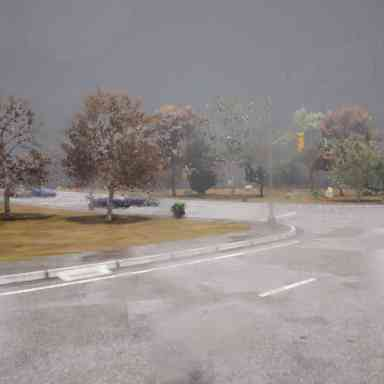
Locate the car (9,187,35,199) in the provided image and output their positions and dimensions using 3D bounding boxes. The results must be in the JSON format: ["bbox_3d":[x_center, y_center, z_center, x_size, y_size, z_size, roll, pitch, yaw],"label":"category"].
[{"bbox_3d":[-25.641,0.011,48.999,4.553,1.767,2.097,3,4,39],"label":"car"}]

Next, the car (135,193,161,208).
[{"bbox_3d":[-5.599,0.906,37.310,4.892,1.490,1.837,2,3,39],"label":"car"}]

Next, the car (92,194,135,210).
[{"bbox_3d":[-8.550,1.085,35.195,4.718,1.301,1.895,2,3,39],"label":"car"}]

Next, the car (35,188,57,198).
[{"bbox_3d":[-22.730,0.072,51.146,5.008,1.535,1.882,3,3,39],"label":"car"}]
